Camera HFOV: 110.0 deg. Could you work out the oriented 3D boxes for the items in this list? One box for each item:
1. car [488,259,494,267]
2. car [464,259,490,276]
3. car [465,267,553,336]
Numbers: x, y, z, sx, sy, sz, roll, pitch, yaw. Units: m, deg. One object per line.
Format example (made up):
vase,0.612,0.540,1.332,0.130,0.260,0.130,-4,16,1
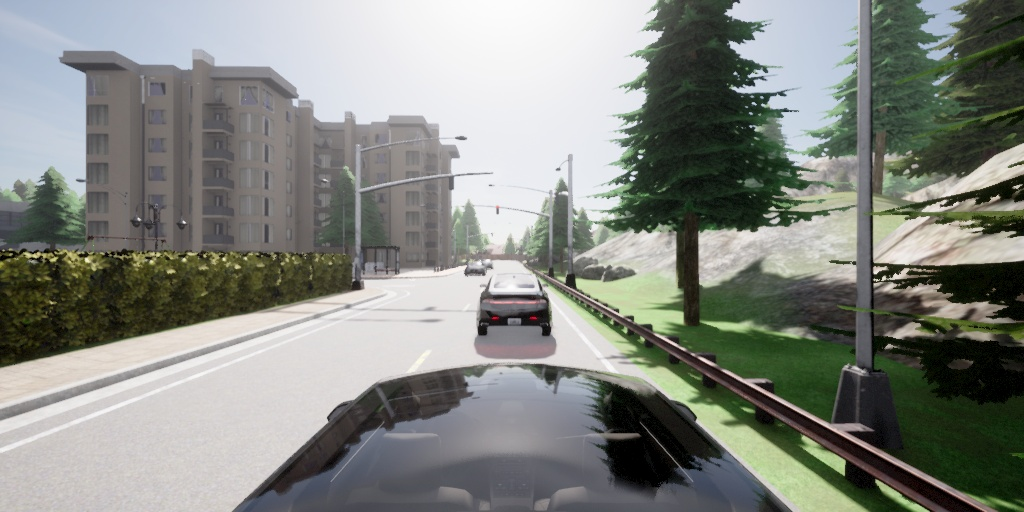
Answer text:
car,-3.691,1.216,51.885,2.128,1.511,4.902,0,0,0
car,-3.661,1.296,36.278,1.994,1.385,4.181,0,0,0
car,0.062,1.237,10.370,2.128,1.511,4.902,0,0,0
